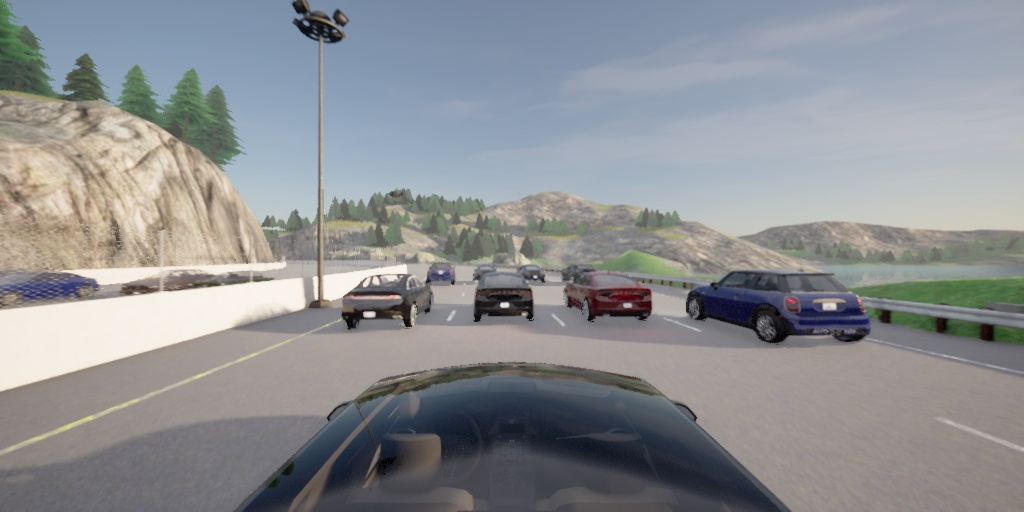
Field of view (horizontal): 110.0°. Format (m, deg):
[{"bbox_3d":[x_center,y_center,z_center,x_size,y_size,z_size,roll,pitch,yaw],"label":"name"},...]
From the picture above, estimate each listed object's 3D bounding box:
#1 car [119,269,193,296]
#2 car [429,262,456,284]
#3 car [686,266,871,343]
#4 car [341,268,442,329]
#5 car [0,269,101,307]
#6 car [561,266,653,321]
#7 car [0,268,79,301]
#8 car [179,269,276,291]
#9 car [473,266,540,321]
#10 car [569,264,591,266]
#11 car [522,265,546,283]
[{"bbox_3d":[-18.733,1.449,20.276,2.033,1.411,5.357,0,0,-6],"label":"car"},{"bbox_3d":[-5.543,1.256,28.429,2.097,1.767,4.553,0,0,-8],"label":"car"},{"bbox_3d":[6.801,1.123,9.900,2.097,1.767,4.553,0,0,-2],"label":"car"},{"bbox_3d":[-3.784,1.304,11.614,2.128,1.511,4.902,0,0,-3],"label":"car"},{"bbox_3d":[-21.880,1.417,16.447,1.812,1.442,4.674,0,0,-5],"label":"car"},{"bbox_3d":[3.159,1.274,12.715,1.882,1.535,5.008,0,0,-3],"label":"car"},{"bbox_3d":[-25.556,1.416,18.097,1.837,1.490,4.892,0,0,-6],"label":"car"},{"bbox_3d":[-15.146,1.488,19.632,1.895,1.301,4.718,0,0,-6],"label":"car"},{"bbox_3d":[-0.356,1.286,12.878,1.882,1.535,5.008,0,0,-3],"label":"car"},{"bbox_3d":[5.157,1.373,27.846,1.837,1.490,4.892,0,0,-8],"label":"car"},{"bbox_3d":[1.421,1.412,29.158,1.812,1.442,4.674,0,0,-9],"label":"car"}]
